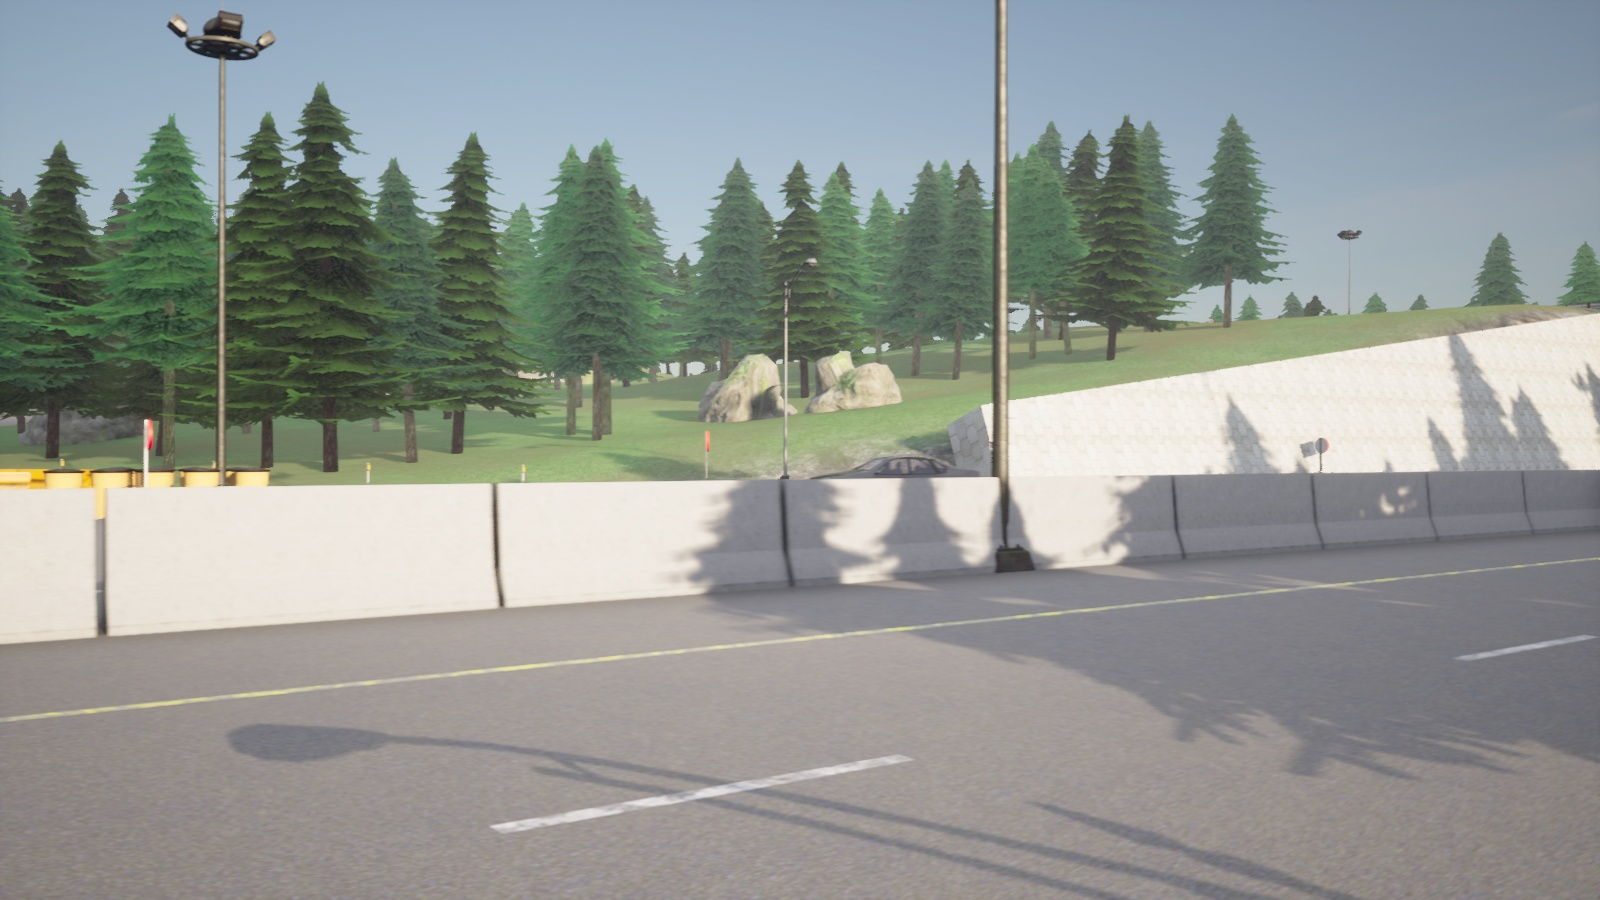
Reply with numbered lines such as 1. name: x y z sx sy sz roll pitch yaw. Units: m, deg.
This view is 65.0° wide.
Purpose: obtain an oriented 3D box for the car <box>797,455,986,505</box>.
1. car: 2.767 0.880 38.180 5.357 1.411 2.033 0 0 -19
